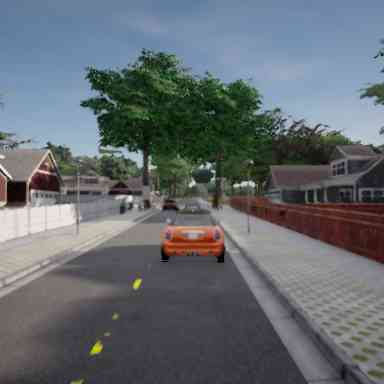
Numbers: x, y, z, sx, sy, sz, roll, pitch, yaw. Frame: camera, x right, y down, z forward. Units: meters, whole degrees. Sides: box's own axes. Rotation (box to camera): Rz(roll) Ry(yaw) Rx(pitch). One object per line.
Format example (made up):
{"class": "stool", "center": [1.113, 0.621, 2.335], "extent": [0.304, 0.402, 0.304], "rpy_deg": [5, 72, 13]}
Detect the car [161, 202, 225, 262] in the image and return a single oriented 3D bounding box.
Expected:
{"class": "car", "center": [0.052, 1.420, 12.578], "extent": [2.097, 1.767, 4.553], "rpy_deg": [0, 0, 1]}

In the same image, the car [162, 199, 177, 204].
{"class": "car", "center": [-2.786, 1.690, 43.245], "extent": [1.882, 1.535, 5.008], "rpy_deg": [0, -1, 0]}

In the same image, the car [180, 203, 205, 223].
{"class": "car", "center": [0.058, 1.710, 27.874], "extent": [1.994, 1.385, 4.181], "rpy_deg": [0, 0, 1]}
